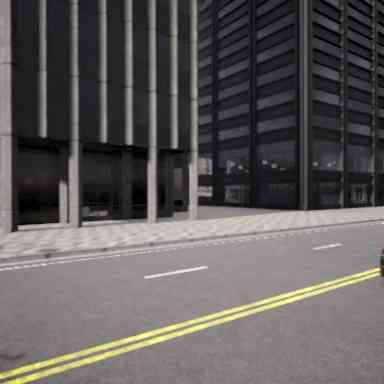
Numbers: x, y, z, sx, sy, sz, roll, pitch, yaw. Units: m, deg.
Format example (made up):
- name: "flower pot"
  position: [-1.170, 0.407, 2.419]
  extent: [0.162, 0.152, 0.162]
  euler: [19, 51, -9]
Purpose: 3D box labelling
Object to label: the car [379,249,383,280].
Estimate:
- name: "car"
  position: [6.298, 1.495, 7.996]
  extent: [4.674, 1.442, 1.812]
  euler: [0, 0, -35]
